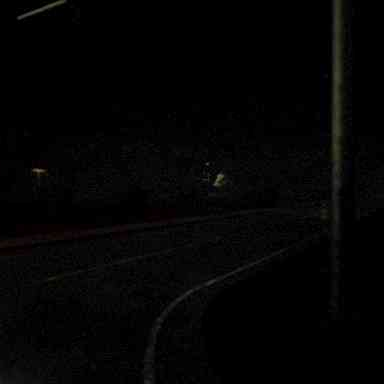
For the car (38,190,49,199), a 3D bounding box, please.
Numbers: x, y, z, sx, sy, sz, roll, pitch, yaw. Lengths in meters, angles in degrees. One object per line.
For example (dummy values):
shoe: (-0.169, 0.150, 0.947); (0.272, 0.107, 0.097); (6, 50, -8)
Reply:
car: (-34.498, 0.491, 77.505); (1.905, 1.878, 3.866); (6, 1, -12)
